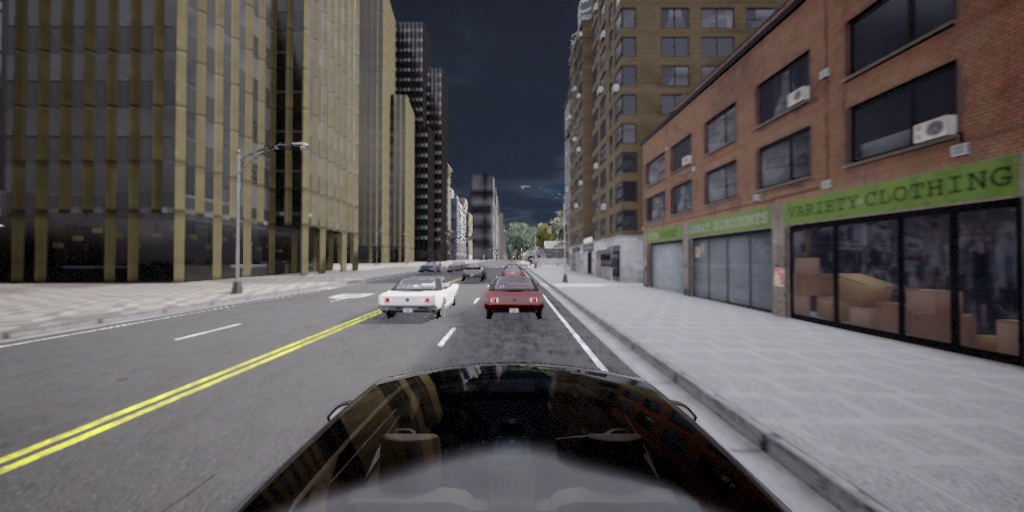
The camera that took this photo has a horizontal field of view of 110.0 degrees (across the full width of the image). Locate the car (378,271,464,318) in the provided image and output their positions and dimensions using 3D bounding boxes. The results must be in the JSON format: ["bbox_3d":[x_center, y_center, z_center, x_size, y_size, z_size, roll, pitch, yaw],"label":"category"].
[{"bbox_3d":[-3.171,1.394,13.207,1.895,1.301,4.718,0,0,0],"label":"car"}]

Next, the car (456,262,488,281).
[{"bbox_3d":[-3.169,1.350,31.053,2.128,1.511,4.902,0,0,0],"label":"car"}]

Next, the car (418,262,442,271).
[{"bbox_3d":[-9.854,1.444,43.504,2.033,1.411,5.357,0,0,0],"label":"car"}]

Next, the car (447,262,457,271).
[{"bbox_3d":[-6.605,1.444,43.511,2.033,1.411,5.357,0,0,0],"label":"car"}]

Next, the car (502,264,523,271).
[{"bbox_3d":[0.083,1.428,32.743,1.994,1.385,4.181,0,0,0],"label":"car"}]

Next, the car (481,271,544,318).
[{"bbox_3d":[0.078,1.394,13.200,1.895,1.301,4.718,0,0,0],"label":"car"}]
